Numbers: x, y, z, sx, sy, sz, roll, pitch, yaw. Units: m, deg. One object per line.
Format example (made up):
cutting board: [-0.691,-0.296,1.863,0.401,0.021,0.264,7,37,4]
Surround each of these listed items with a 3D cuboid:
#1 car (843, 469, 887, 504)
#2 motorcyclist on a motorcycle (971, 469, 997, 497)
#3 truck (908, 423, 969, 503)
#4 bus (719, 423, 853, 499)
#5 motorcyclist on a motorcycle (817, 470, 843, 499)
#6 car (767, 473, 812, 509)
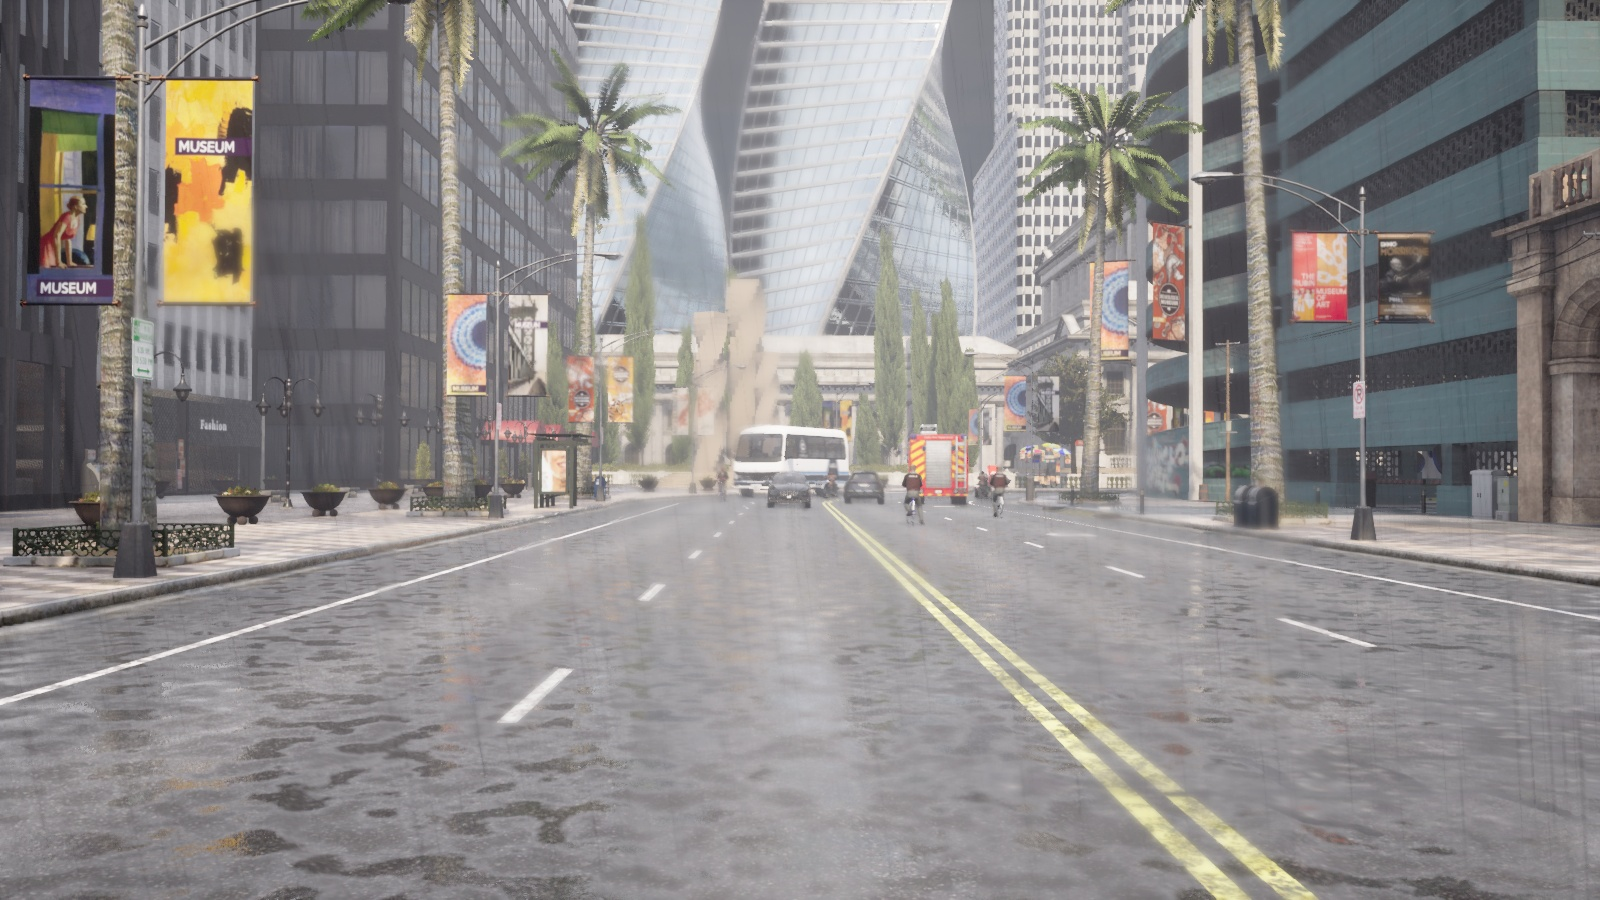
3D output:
car: [3.218,1.770,61.980,2.033,1.649,4.856,0,-1,3]
motorcyclist on a motorcycle: [11.153,1.993,75.996,0.766,1.649,2.350,0,-1,29]
truck: [6.980,0.697,64.154,2.891,3.827,8.468,0,-1,5]
bus: [-0.643,0.712,75.903,3.944,4.253,10.273,-1,-1,25]
motorcyclist on a motorcycle: [1.722,1.965,72.044,0.766,1.649,2.350,0,-1,20]
car: [-0.437,1.728,54.130,1.837,1.490,4.892,0,-1,0]
